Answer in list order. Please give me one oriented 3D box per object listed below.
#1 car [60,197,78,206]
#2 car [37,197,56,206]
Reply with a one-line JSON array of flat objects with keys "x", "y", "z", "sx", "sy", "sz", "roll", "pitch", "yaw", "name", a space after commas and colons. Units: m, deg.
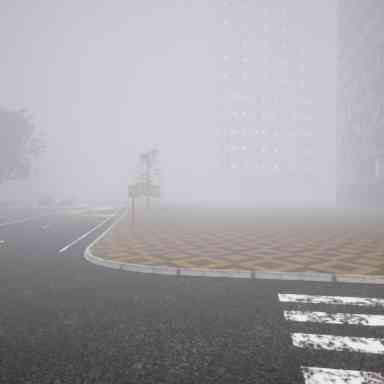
[{"x": -18.987, "y": 1.447, "z": 51.555, "sx": 1.994, "sy": 1.385, "sz": 4.181, "roll": 0, "pitch": 0, "yaw": -10, "name": "car"}, {"x": -22.187, "y": 1.421, "z": 50.983, "sx": 1.994, "sy": 1.385, "sz": 4.181, "roll": 0, "pitch": 0, "yaw": -10, "name": "car"}]
